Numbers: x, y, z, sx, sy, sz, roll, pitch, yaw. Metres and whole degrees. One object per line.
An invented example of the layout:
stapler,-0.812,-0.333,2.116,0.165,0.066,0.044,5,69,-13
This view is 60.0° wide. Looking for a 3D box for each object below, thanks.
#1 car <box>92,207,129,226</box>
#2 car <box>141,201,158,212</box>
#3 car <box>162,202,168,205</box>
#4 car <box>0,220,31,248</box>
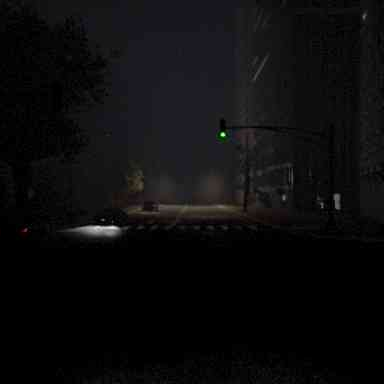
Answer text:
car,-6.574,1.966,27.255,1.994,1.385,4.181,0,-1,6
car,-6.315,2.100,50.116,2.097,1.767,4.553,0,-1,0
car,-6.220,2.526,76.708,1.994,1.385,4.181,0,-1,0
car,-9.909,1.733,14.347,5.357,1.411,2.033,1,-3,-24
